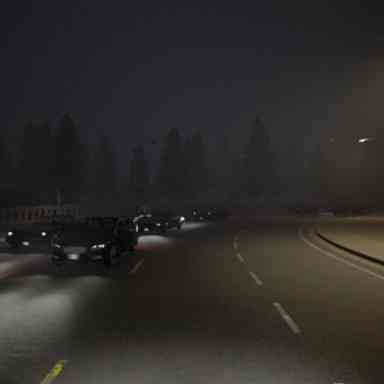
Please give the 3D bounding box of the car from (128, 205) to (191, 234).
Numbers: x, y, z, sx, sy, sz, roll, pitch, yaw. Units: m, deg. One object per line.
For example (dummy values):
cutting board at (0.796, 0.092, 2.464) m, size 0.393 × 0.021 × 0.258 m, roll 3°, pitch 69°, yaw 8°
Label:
car at (-1.951, 1.824, 21.796) m, size 2.033 × 1.411 × 5.357 m, roll 0°, pitch -1°, yaw 15°

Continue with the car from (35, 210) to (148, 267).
car at (-3.254, 1.639, 12.067) m, size 2.128 × 1.511 × 4.902 m, roll 0°, pitch -1°, yaw 4°

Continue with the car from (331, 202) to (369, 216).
car at (18.438, 1.998, 39.007) m, size 5.008 × 1.535 × 1.882 m, roll 1°, pitch -1°, yaw -34°

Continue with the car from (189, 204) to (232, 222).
car at (1.931, 2.002, 31.026) m, size 1.895 × 1.301 × 4.718 m, roll 0°, pitch -1°, yaw 31°

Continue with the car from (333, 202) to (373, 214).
car at (21.698, 2.093, 44.933) m, size 4.902 × 1.511 × 2.128 m, roll 0°, pitch -1°, yaw -22°

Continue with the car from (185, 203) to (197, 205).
car at (-0.086, 1.937, 34.568) m, size 2.128 × 1.511 × 4.902 m, roll 0°, pitch -1°, yaw 32°

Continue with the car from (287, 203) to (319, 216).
car at (13.069, 2.007, 38.985) m, size 4.902 × 1.511 × 2.128 m, roll 1°, pitch -1°, yaw -42°

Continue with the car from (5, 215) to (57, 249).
car at (-6.449, 1.791, 15.557) m, size 1.895 × 1.301 × 4.718 m, roll 0°, pitch -1°, yaw 6°

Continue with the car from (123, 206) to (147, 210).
car at (-4.333, 1.813, 25.403) m, size 2.128 × 1.511 × 4.902 m, roll 0°, pitch -1°, yaw 20°
